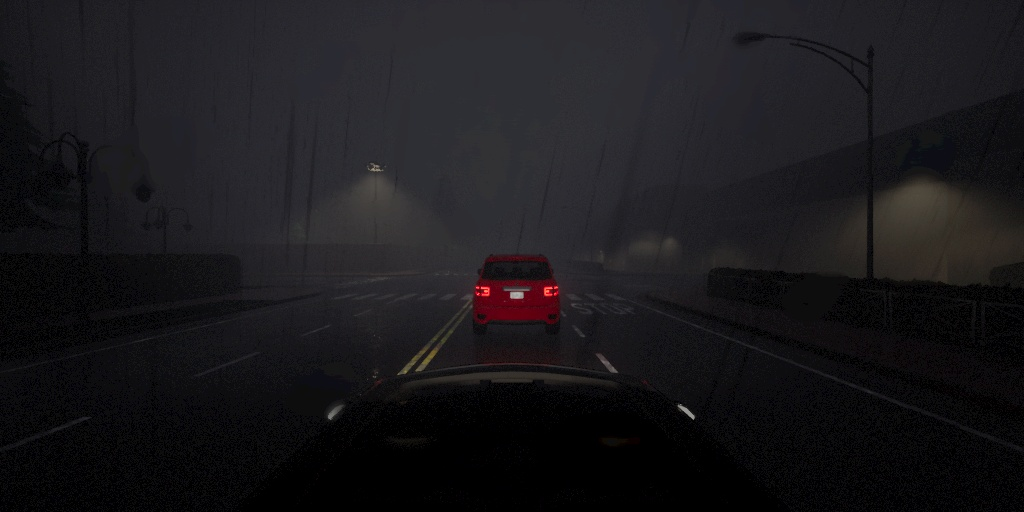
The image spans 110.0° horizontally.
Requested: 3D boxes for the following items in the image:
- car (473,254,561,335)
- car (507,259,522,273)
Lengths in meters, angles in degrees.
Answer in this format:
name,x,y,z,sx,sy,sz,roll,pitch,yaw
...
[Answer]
name,x,y,z,sx,sy,sz,roll,pitch,yaw
car,0.113,0.971,10.698,2.150,2.045,5.566,0,0,0
car,0.317,1.228,45.553,1.882,1.535,5.008,0,0,1
